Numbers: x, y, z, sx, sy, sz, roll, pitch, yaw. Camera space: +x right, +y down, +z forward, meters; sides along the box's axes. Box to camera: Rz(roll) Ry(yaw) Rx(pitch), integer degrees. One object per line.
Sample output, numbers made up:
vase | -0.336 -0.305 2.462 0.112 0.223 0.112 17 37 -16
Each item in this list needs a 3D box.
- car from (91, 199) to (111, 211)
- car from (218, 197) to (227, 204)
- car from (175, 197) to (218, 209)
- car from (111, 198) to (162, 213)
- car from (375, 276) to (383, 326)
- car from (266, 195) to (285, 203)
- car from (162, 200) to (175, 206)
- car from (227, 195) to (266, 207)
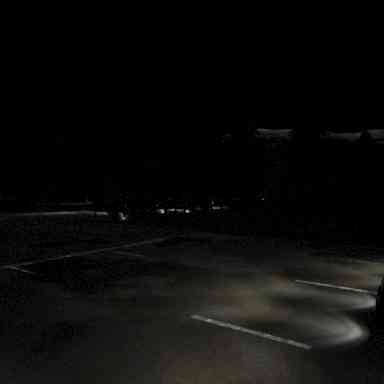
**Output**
car | -9.170 1.494 38.299 1.895 1.301 4.718 0 0 43
car | 4.694 1.458 50.760 5.357 1.411 2.033 0 0 -37
car | 0.639 1.421 42.977 4.892 1.490 1.837 0 0 -41
car | -6.013 1.414 36.491 1.837 1.490 4.892 0 0 43
car | 5.138 1.352 4.578 4.553 1.767 2.097 0 0 36
car | 12.810 1.279 55.822 4.553 1.767 2.097 0 0 -28
car | -2.711 1.425 44.668 4.674 1.442 1.812 0 0 -42
car | 8.026 1.419 48.705 4.902 1.511 2.128 0 0 -35
